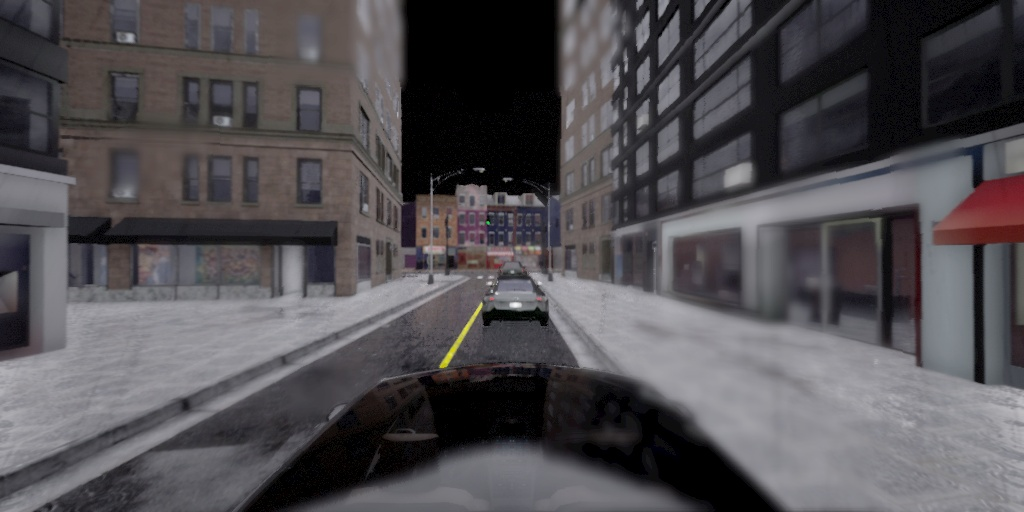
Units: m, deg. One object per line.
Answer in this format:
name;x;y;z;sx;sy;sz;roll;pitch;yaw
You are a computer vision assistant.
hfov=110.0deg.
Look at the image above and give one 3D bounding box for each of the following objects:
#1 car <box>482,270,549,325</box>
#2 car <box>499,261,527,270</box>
car;0.101;1.328;11.926;1.994;1.385;4.181;0;0;0
car;0.100;1.137;27.559;2.097;1.767;4.553;0;0;0
